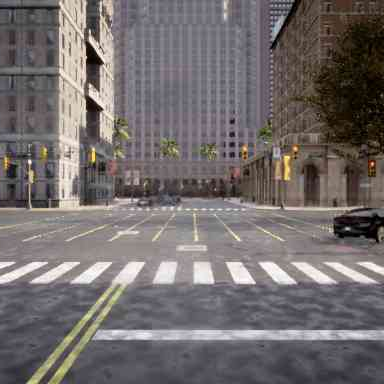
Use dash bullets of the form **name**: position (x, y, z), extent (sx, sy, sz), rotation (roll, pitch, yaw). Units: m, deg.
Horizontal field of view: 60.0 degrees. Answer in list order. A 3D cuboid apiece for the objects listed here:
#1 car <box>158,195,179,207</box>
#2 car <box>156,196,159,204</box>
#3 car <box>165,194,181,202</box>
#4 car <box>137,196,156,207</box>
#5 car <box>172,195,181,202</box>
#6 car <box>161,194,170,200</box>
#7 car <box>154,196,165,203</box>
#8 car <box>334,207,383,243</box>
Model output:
- **car**: position (-3.654, 1.548, 52.682), extent (2.033, 1.411, 5.357), rotation (0, 0, 0)
- **car**: position (-7.122, 1.507, 61.663), extent (1.837, 1.490, 4.892), rotation (0, -1, 1)
- **car**: position (-3.593, 1.492, 64.513), extent (2.128, 1.511, 4.902), rotation (0, 0, 1)
- **car**: position (-7.151, 1.491, 50.360), extent (2.128, 1.511, 4.902), rotation (0, 0, 0)
- **car**: position (-3.447, 1.500, 74.880), extent (1.837, 1.490, 4.892), rotation (0, 0, 1)
- **car**: position (-6.841, 1.378, 86.368), extent (1.812, 1.442, 4.674), rotation (0, 0, 1)
- **car**: position (-6.977, 1.553, 71.571), extent (1.994, 1.385, 4.181), rotation (0, 0, 1)
- **car**: position (8.888, 1.483, 16.083), extent (5.008, 1.535, 1.882), rotation (0, -2, -35)
